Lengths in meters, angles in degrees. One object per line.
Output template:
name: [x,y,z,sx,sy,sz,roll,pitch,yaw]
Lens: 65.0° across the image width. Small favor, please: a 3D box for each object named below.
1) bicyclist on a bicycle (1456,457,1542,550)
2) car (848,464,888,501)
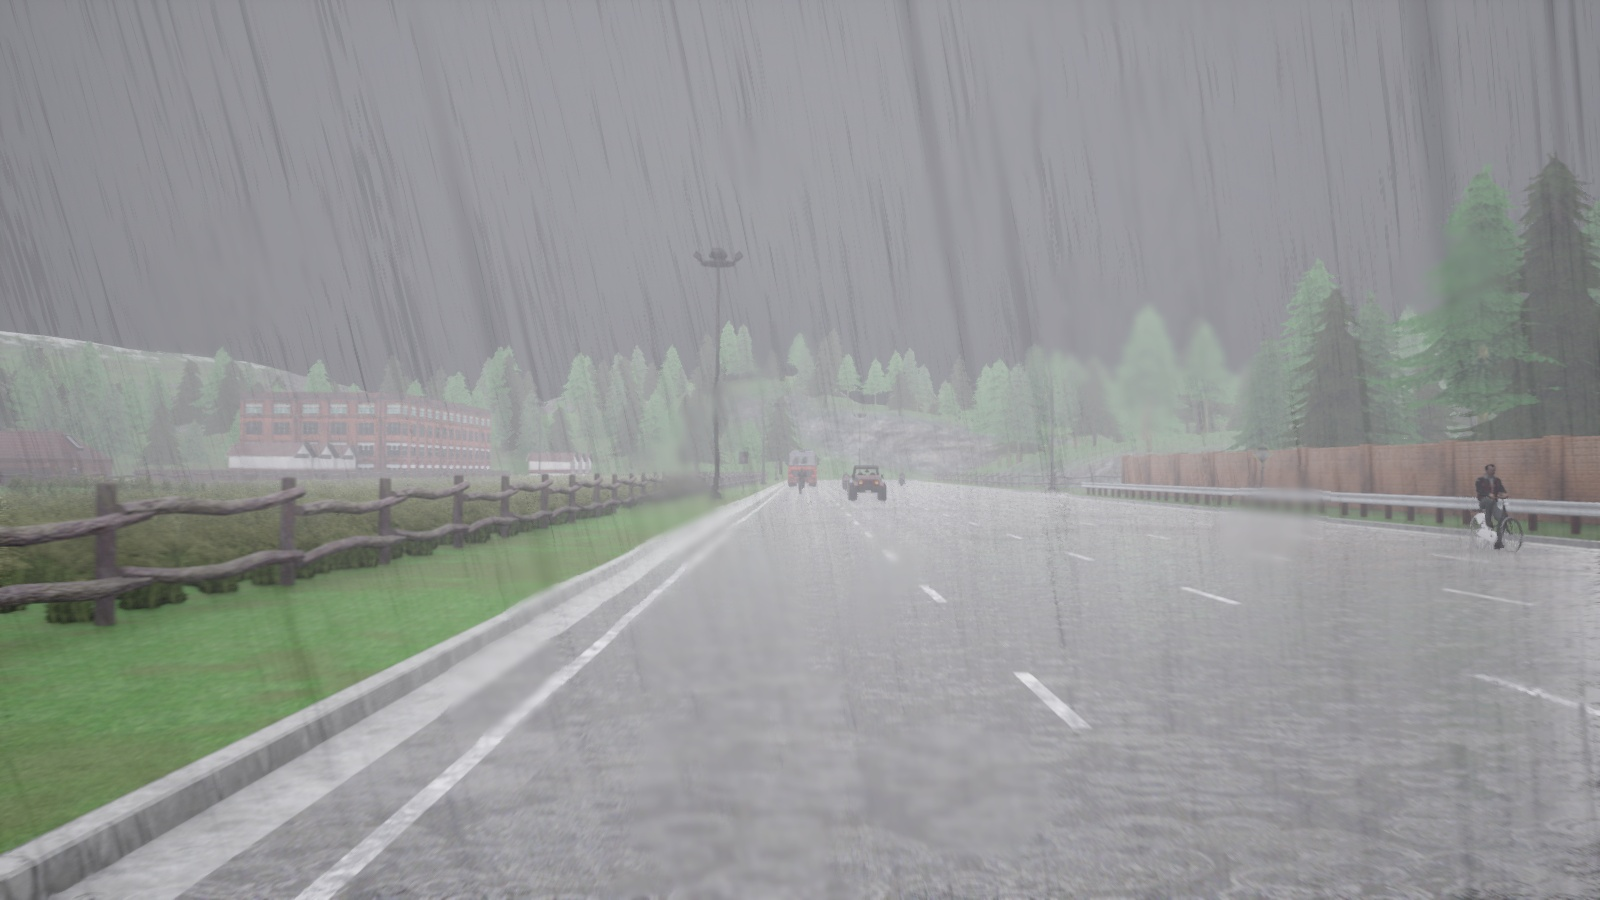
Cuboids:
bicyclist on a bicycle: [13.950,1.049,25.119,0.659,1.776,1.843,0,-1,0]
car: [3.588,1.710,66.596,1.905,1.878,3.866,0,-1,0]
